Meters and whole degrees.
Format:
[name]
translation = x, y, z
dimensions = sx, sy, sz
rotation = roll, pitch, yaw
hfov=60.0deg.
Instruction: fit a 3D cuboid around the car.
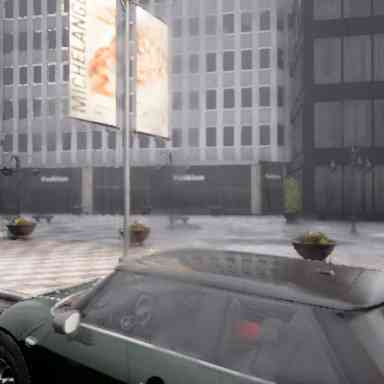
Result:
[car]
translation = -0.125, 1.379, 3.309
dimensions = 4.553, 1.767, 2.097
rotation = 0, 0, 35
